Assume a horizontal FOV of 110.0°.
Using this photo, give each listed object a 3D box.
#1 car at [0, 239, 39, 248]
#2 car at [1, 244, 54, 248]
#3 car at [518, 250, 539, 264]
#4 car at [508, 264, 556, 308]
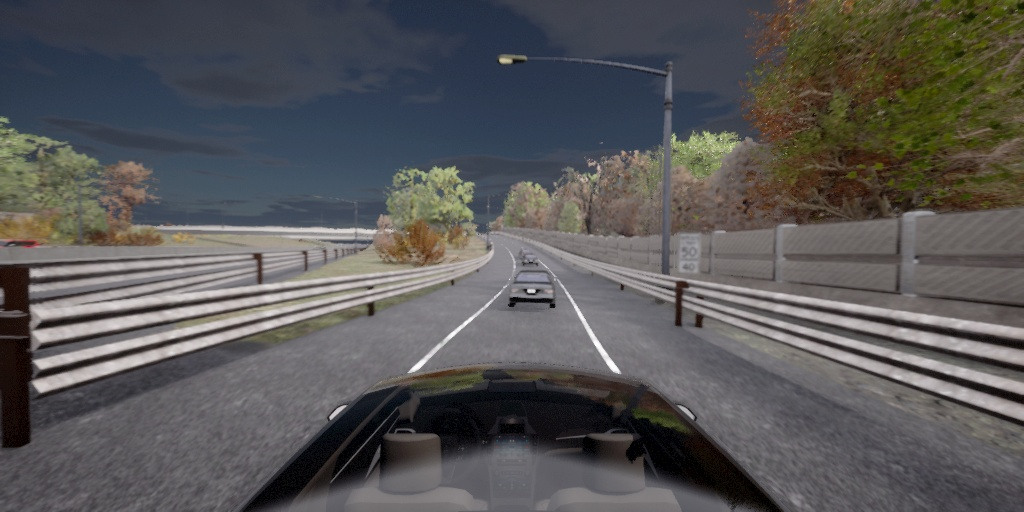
[{"bbox_3d":[-44.269,-0.448,31.197,2.150,2.045,5.566,0,1,-21],"label":"car"},{"bbox_3d":[-40.489,-0.112,31.082,1.812,1.442,4.674,0,1,-21],"label":"car"},{"bbox_3d":[2.062,0.388,41.829,2.033,1.411,5.357,1,3,-1],"label":"car"},{"bbox_3d":[0.900,1.284,15.370,2.033,1.411,5.357,1,1,5],"label":"car"}]
